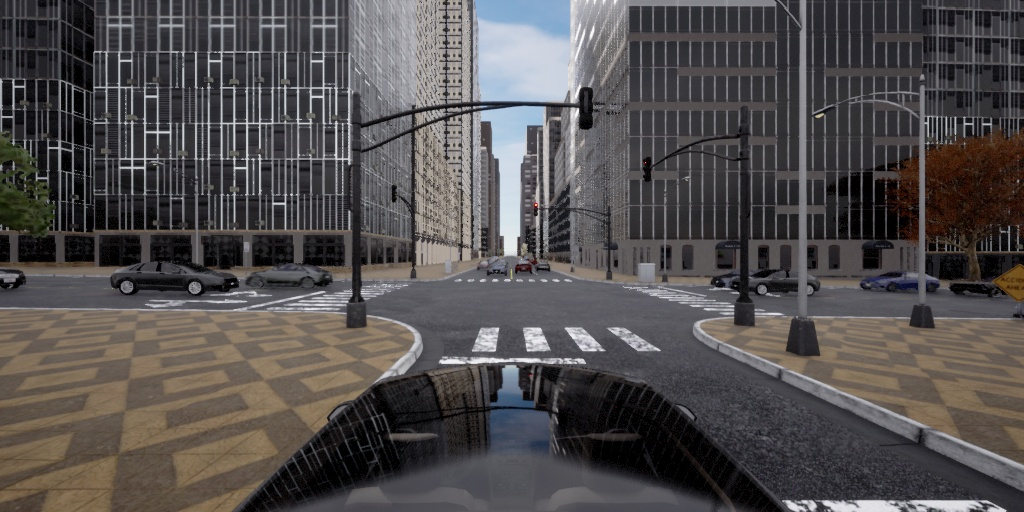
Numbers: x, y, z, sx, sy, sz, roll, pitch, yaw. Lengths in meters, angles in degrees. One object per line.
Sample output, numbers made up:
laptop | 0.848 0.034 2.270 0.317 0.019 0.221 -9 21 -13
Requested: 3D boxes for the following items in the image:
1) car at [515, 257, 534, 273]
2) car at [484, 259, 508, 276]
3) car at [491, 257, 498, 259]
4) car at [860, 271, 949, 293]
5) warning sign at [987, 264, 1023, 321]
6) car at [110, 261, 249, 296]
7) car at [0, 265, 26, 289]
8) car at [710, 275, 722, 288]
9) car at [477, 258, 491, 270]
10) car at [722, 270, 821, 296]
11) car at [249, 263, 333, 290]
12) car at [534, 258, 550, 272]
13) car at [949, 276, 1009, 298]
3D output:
car | 1.348 1.242 43.302 1.882 1.535 5.008 0 0 0
car | -1.516 1.331 37.060 1.994 1.385 4.181 0 0 0
car | -1.555 1.266 45.890 1.837 1.490 4.892 0 1 0
car | 27.442 1.794 25.390 4.674 1.442 1.812 0 0 -3
warning sign | 17.269 1.204 12.200 1.060 1.860 1.300 0 0 -3
car | -15.514 0.995 16.668 4.892 1.490 1.837 1 0 -3
car | -25.297 0.802 16.213 4.902 1.511 2.128 1 0 -3
car | 16.158 1.629 24.862 4.181 1.385 1.994 1 0 -3
car | -4.053 1.343 51.484 1.802 1.307 4.207 0 0 0
car | 15.787 1.564 21.602 4.892 1.490 1.837 1 0 -4
car | -12.490 1.108 20.264 4.181 1.385 1.994 1 0 -3
car | 3.903 1.329 45.995 1.948 1.339 4.313 0 0 0
car | 30.298 1.920 22.270 4.718 1.301 1.895 1 0 -3
